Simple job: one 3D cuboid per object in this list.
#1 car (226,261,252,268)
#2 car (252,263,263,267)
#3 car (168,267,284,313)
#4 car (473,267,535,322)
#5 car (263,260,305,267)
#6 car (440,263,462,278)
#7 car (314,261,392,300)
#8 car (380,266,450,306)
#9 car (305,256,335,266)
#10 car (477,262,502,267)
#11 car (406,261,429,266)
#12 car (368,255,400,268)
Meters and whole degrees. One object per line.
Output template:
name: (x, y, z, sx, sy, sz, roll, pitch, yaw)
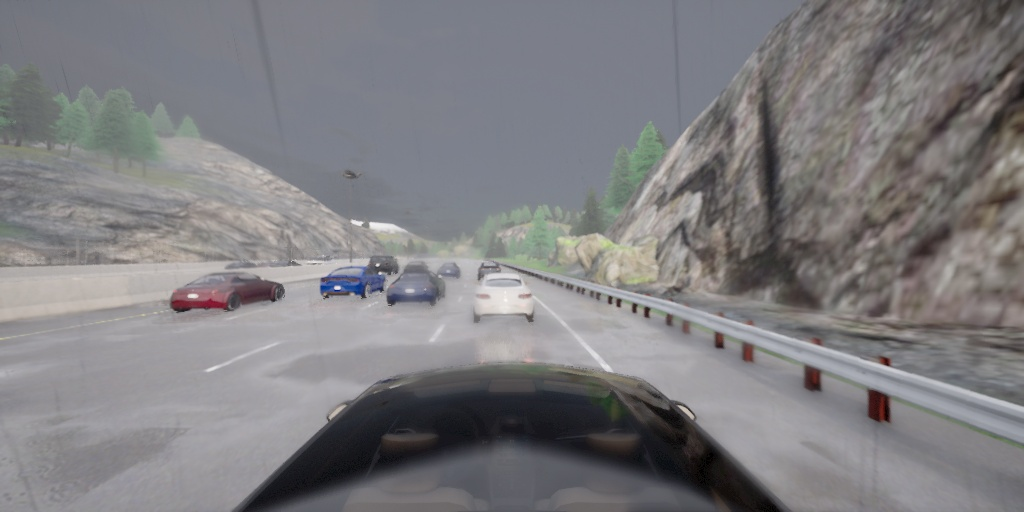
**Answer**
car: (-35.510, 1.344, 47.228, 1.994, 1.385, 4.181, 0, 0, -6)
car: (-32.057, 1.336, 47.841, 1.994, 1.385, 4.181, 0, 0, -6)
car: (-10.969, 1.325, 14.177, 1.994, 1.385, 4.181, 0, 0, -4)
car: (-0.318, 1.266, 12.102, 1.812, 1.442, 4.674, 0, 0, -3)
car: (-28.203, 1.273, 44.488, 1.837, 1.490, 4.892, 0, 0, -6)
car: (-5.730, 1.296, 33.148, 1.994, 1.385, 4.181, 0, 0, -6)
car: (-7.753, 1.228, 17.978, 1.882, 1.535, 5.008, 0, 0, -5)
car: (-4.081, 1.309, 15.802, 1.994, 1.385, 4.181, 0, 0, -4)
car: (-24.903, 0.981, 46.604, 2.150, 2.045, 5.566, 0, 0, -6)
car: (-1.873, 1.218, 29.864, 2.128, 1.511, 4.902, 0, 0, -6)
car: (-9.590, 1.214, 36.457, 1.882, 1.535, 5.008, 0, 0, -6)
car: (-13.174, 0.965, 37.089, 2.150, 2.045, 5.566, 0, 0, -6)
